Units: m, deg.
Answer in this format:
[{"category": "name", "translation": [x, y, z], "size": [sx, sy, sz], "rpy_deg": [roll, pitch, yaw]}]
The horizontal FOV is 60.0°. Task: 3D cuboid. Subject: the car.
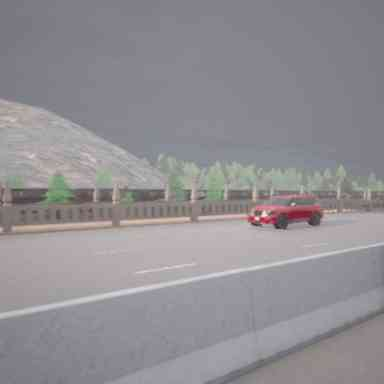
[{"category": "car", "translation": [6.079, 1.220, 21.218], "size": [5.566, 2.045, 2.150], "rpy_deg": [0, 0, -35]}]
